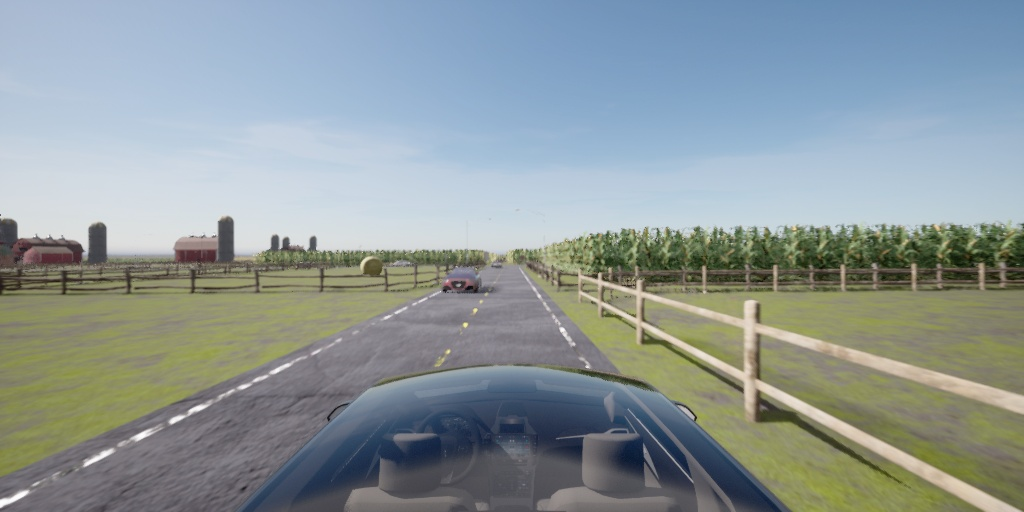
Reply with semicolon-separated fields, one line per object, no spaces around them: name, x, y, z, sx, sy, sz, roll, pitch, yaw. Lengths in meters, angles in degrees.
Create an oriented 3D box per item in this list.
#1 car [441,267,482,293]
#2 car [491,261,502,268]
car;-2.837;1.362;21.007;1.994;1.385;4.181;0;0;0
car;-2.731;1.519;63.165;1.895;1.301;4.718;0;0;0
